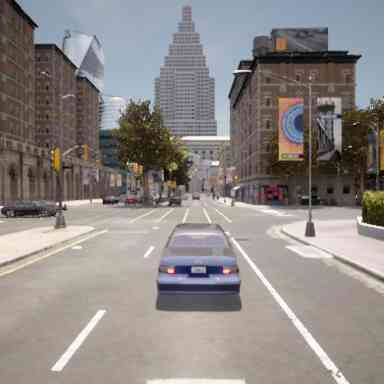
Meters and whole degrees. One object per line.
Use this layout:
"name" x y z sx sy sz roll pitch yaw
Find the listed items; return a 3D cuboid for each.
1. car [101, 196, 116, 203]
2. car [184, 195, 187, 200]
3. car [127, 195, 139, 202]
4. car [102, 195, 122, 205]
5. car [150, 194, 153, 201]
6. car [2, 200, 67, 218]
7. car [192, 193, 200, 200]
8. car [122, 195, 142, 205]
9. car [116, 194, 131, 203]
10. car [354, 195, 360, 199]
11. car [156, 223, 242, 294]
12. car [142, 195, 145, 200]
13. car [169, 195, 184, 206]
"car" -17.385 1.564 69.799 1.895 1.301 4.718 0 0 1
"car" -2.363 1.481 91.308 1.812 1.442 4.674 0 0 1
"car" -14.021 1.443 78.851 1.882 1.535 5.008 0 0 1
"car" -14.349 1.575 58.645 1.895 1.301 4.718 0 0 1
"car" -10.511 1.320 79.611 2.097 1.767 4.553 0 0 1
"car" -14.020 1.492 29.239 4.892 1.490 1.837 0 0 0
"car" 1.121 1.310 89.984 2.097 1.767 4.553 0 0 1
"car" -10.830 1.451 59.827 1.882 1.535 5.008 0 0 1
"car" -14.149 1.325 68.752 2.097 1.767 4.553 0 0 1
"car" 35.323 1.450 70.528 2.231 1.521 4.892 0 0 1
"car" 0.172 1.543 8.905 2.033 1.411 5.357 0 0 1
"car" -10.638 1.470 69.622 1.837 1.490 4.892 0 0 1
"car" -2.712 1.481 54.694 1.837 1.490 4.892 0 0 1
